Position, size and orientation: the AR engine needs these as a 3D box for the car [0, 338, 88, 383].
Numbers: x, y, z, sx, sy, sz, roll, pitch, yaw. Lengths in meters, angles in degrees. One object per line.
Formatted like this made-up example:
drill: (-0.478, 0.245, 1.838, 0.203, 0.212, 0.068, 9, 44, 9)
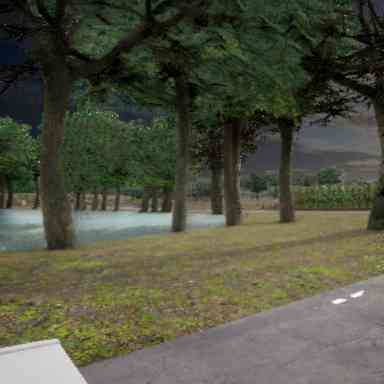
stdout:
car: (-2.670, 1.602, 1.167, 4.718, 1.301, 1.895, 0, 0, -36)
